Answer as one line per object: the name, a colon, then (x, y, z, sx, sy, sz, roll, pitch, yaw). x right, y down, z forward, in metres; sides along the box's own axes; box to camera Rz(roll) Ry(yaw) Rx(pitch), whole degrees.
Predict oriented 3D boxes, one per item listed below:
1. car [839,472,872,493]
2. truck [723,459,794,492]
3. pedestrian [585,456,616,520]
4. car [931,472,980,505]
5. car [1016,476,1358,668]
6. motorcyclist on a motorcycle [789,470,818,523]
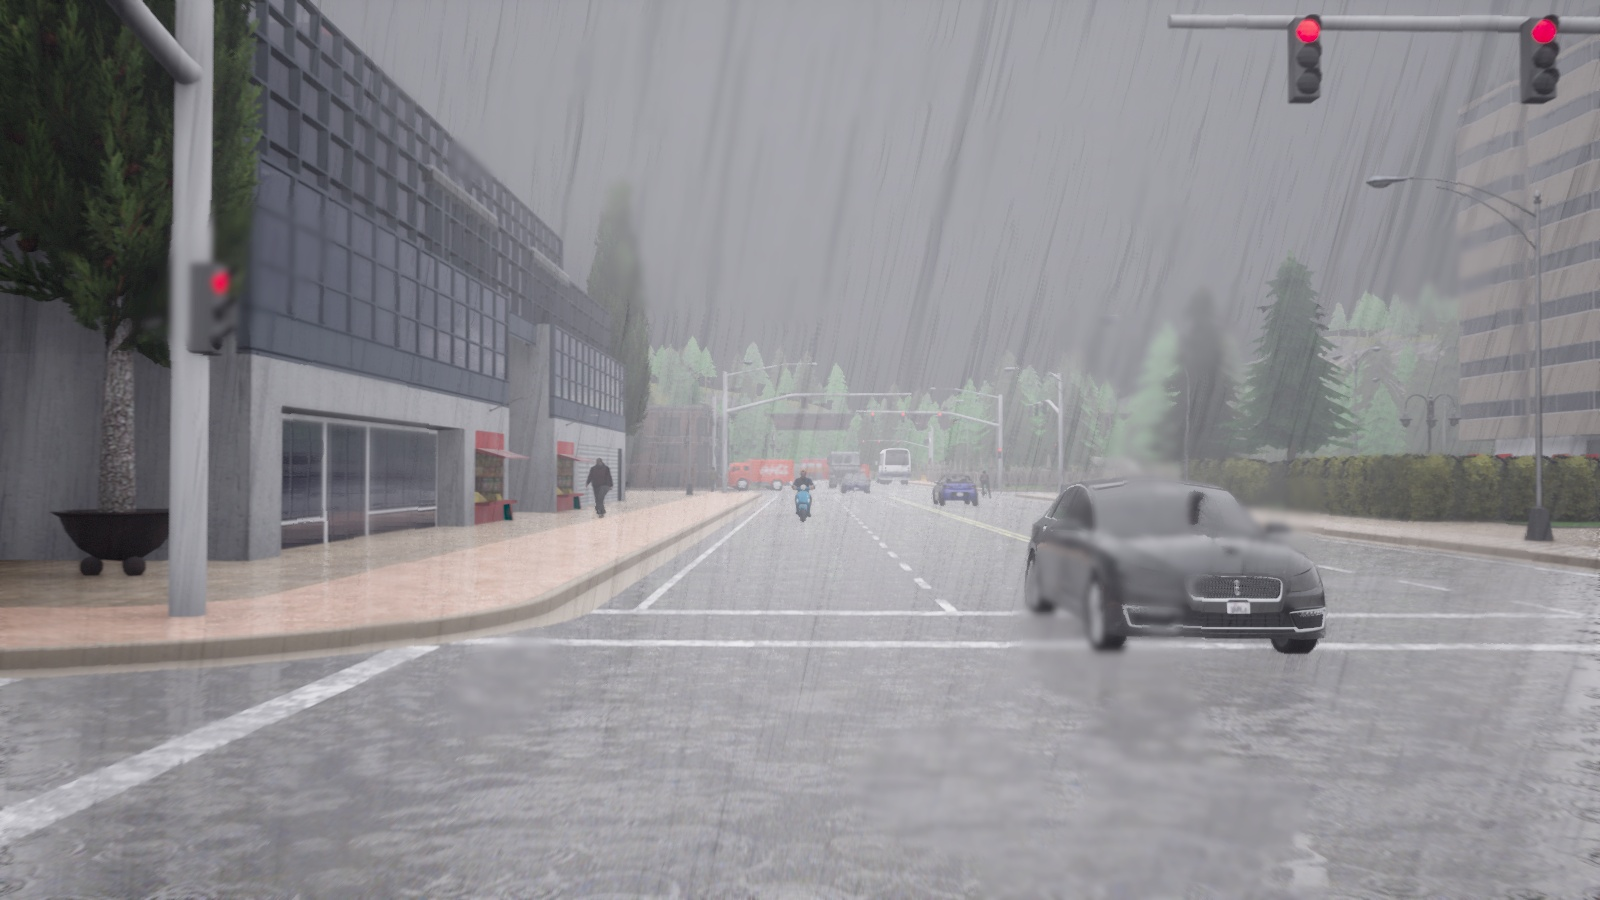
car: (3.944, 2.293, 89.268, 2.163, 1.488, 4.792, 0, -1, 0)
truck: (-3.285, 1.988, 98.519, 5.204, 2.467, 2.627, 0, 0, -12)
pedestrian: (-5.823, 1.111, 36.721, 0.634, 1.844, 0.899, 0, -1, 11)
car: (7.239, 1.784, 58.844, 1.816, 1.474, 4.193, 0, -1, 0)
car: (3.469, 1.012, 12.345, 1.837, 1.490, 4.892, 0, -1, 0)
motorcyclist on a motorcycle: (0.103, 1.413, 38.526, 0.866, 1.590, 1.817, 0, -1, 0)
